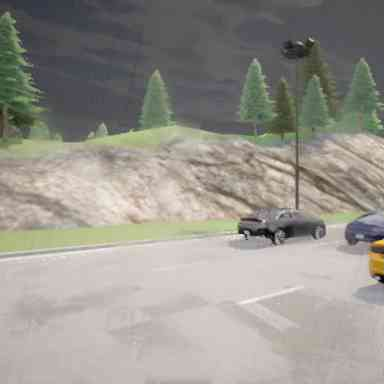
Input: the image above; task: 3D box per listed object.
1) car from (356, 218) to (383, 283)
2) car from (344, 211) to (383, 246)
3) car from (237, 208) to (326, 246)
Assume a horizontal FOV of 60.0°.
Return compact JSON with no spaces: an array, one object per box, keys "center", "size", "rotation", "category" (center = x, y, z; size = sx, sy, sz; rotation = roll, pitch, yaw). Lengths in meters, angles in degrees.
[{"center":[6.416,1.490,8.395],"size":[5.008,1.535,1.882],"rotation":[0,0,-36],"category":"car"},{"center":[8.283,1.543,14.109],"size":[4.674,1.442,1.812],"rotation":[0,0,-36],"category":"car"},{"center":[4.283,1.506,15.503],"size":[4.902,1.511,2.128],"rotation":[0,0,-36],"category":"car"}]
